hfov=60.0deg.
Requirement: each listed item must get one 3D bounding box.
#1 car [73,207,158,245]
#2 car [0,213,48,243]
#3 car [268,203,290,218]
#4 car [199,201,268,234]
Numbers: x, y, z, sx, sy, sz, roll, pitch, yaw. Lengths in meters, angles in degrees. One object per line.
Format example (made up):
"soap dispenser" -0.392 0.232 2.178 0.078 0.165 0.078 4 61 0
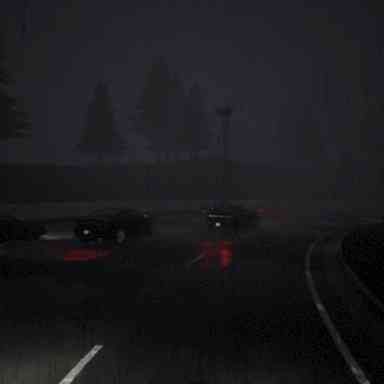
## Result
"car" -3.356 1.460 15.662 1.882 1.535 5.008 0 0 21
"car" -8.284 1.491 13.176 2.033 1.411 5.357 0 0 18
"car" 7.298 1.673 31.307 4.718 1.301 1.895 0 0 -44
"car" 2.584 1.522 19.810 2.128 1.511 4.902 0 0 30
